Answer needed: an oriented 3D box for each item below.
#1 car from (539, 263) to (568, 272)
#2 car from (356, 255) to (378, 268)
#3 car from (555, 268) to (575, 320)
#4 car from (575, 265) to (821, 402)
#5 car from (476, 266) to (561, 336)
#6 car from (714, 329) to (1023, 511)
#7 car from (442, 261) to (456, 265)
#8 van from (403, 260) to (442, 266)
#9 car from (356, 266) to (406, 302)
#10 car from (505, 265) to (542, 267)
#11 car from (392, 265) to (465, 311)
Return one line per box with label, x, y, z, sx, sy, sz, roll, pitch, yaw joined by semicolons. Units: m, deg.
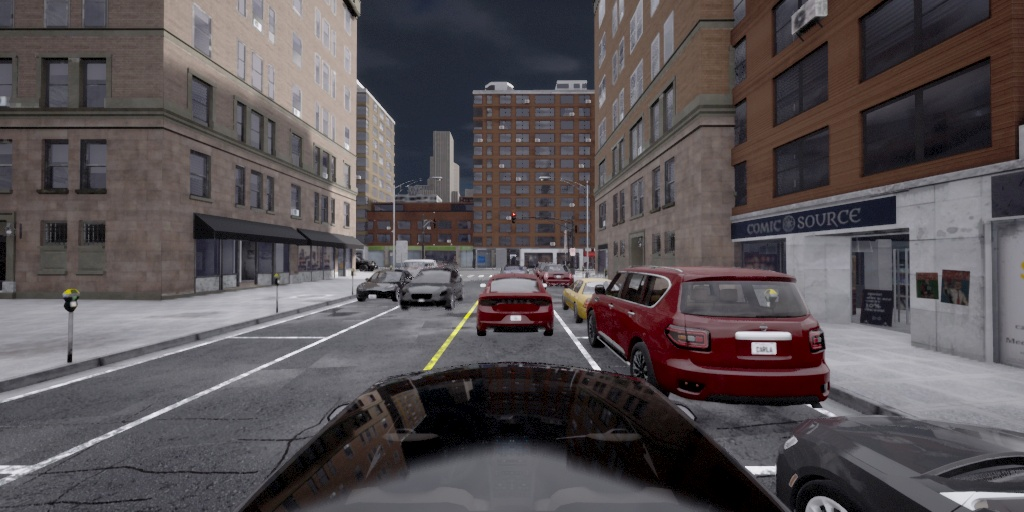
car;2.690;1.213;22.650;1.967;1.591;4.097;0;0;0
car;-18.352;0.842;41.071;5.566;2.045;2.150;0;-1;0
car;2.679;1.284;11.855;1.751;1.417;4.829;0;0;0
car;2.674;1.068;6.202;2.192;1.841;5.009;0;0;0
car;0.056;1.235;10.469;1.882;1.535;5.008;0;0;-1
car;2.668;1.300;0.721;2.007;1.370;4.403;0;0;0
car;-5.829;1.326;28.143;1.888;1.381;4.507;0;0;0
van;-5.835;1.114;22.661;1.690;1.789;3.998;0;0;0
car;-5.841;1.331;17.178;1.948;1.339;4.313;0;0;0
car;0.115;1.259;18.017;2.128;1.511;4.902;0;0;0
car;-3.078;1.267;14.640;1.837;1.490;4.892;0;0;0
